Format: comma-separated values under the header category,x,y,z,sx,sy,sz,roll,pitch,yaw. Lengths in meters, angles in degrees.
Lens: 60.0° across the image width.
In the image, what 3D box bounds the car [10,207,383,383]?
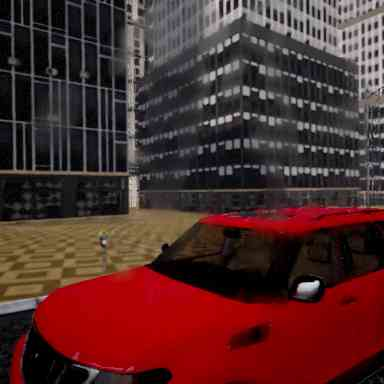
category,x,y,z,sx,sy,sz,roll,pitch,yaw
car,0.966,1.246,4.068,5.566,2.045,2.150,0,0,-36
